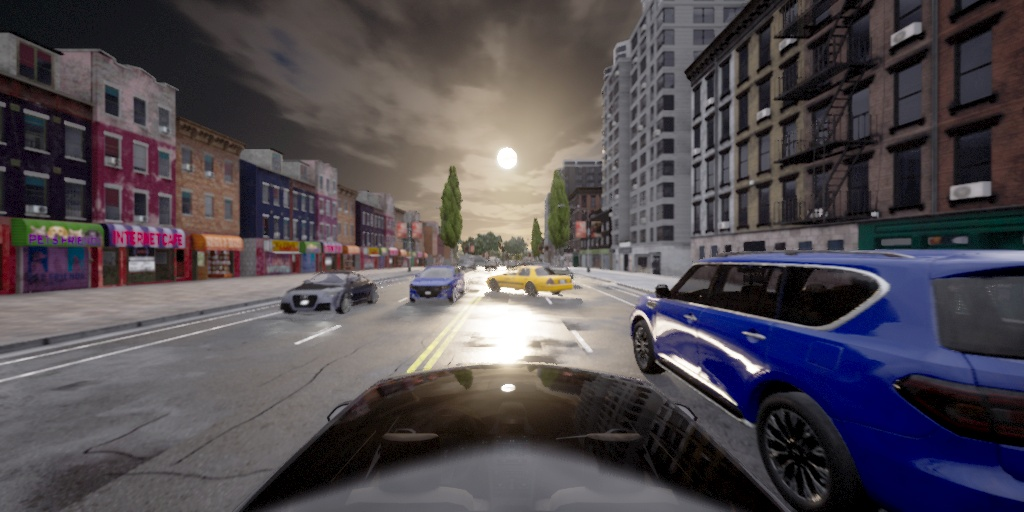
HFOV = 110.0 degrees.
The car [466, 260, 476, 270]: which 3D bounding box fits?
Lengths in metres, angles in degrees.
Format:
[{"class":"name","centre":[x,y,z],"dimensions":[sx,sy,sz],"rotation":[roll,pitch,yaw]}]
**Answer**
[{"class":"car","centre":[-6.601,1.424,55.161],"dimensions":[2.128,1.511,4.902],"rotation":[0,-1,0]}]

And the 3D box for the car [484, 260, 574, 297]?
[{"class":"car","centre":[0.703,1.168,18.688],"dimensions":[1.801,1.575,5.366],"rotation":[0,0,-40]}]

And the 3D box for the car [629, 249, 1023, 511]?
[{"class":"car","centre":[3.250,0.965,4.340],"dimensions":[2.150,2.045,5.566],"rotation":[0,0,0]}]

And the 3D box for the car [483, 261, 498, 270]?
[{"class":"car","centre":[-3.352,1.516,57.682],"dimensions":[2.033,1.411,5.357],"rotation":[0,-1,0]}]

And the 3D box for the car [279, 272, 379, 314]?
[{"class":"car","centre":[-6.603,1.287,13.412],"dimensions":[1.994,1.385,4.181],"rotation":[0,0,0]}]

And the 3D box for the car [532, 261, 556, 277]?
[{"class":"car","centre":[3.236,1.301,37.318],"dimensions":[2.033,1.411,5.357],"rotation":[0,0,0]}]

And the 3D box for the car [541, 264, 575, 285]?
[{"class":"car","centre":[3.241,1.312,26.344],"dimensions":[1.895,1.301,4.718],"rotation":[0,0,0]}]

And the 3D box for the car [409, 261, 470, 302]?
[{"class":"car","centre":[-3.355,1.193,16.809],"dimensions":[1.882,1.535,5.008],"rotation":[0,0,0]}]
